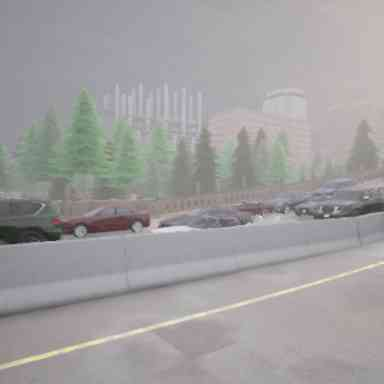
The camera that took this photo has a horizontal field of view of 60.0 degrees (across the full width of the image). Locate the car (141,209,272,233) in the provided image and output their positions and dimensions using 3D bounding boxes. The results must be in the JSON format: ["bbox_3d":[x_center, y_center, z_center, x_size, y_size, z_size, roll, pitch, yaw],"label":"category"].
[{"bbox_3d":[0.685,1.575,13.042,4.718,1.301,1.895,-1,1,-35],"label":"car"}]

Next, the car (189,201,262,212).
[{"bbox_3d":[0.883,1.452,17.459,5.357,1.411,2.033,-2,1,-35],"label":"car"}]

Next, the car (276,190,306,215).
[{"bbox_3d":[7.624,0.742,26.435,4.553,1.767,2.097,-5,3,-35],"label":"car"}]

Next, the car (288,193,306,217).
[{"bbox_3d":[9.085,0.950,23.252,4.181,1.385,1.994,-5,3,-34],"label":"car"}]

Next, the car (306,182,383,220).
[{"bbox_3d":[9.394,0.746,19.195,5.566,2.045,2.150,-5,3,-35],"label":"car"}]

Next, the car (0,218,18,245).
[{"bbox_3d":[-7.136,1.542,7.486,5.357,1.411,2.033,0,0,-35],"label":"car"}]

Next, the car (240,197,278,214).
[{"bbox_3d":[3.598,1.258,23.685,4.718,1.301,1.895,-4,2,-35],"label":"car"}]

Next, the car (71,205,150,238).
[{"bbox_3d":[-4.631,1.475,17.857,5.008,1.535,1.882,-1,1,-35],"label":"car"}]

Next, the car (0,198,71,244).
[{"bbox_3d":[-7.455,1.225,11.544,5.566,2.045,2.150,0,0,-35],"label":"car"}]

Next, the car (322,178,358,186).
[{"bbox_3d":[13.187,-0.060,30.401,5.566,2.045,2.150,-7,4,-34],"label":"car"}]
